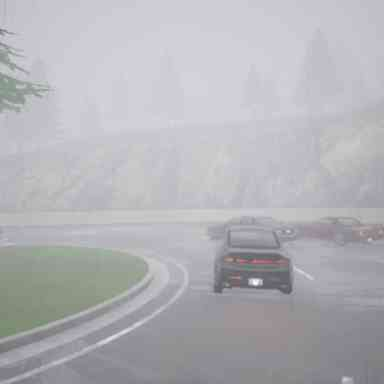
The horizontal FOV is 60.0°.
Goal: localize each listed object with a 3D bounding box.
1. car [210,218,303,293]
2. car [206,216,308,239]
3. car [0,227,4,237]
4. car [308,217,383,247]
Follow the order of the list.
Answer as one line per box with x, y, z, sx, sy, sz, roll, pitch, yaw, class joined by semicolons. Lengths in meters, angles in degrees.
1.590;1.721;9.478;1.837;1.490;4.892;1;-1;6;car
2.967;1.929;17.213;2.033;1.411;5.357;0;-2;-35;car
-13.160;2.301;18.390;4.718;1.301;1.895;0;-2;-24;car
6.978;1.900;16.769;1.895;1.301;4.718;0;-2;-24;car
